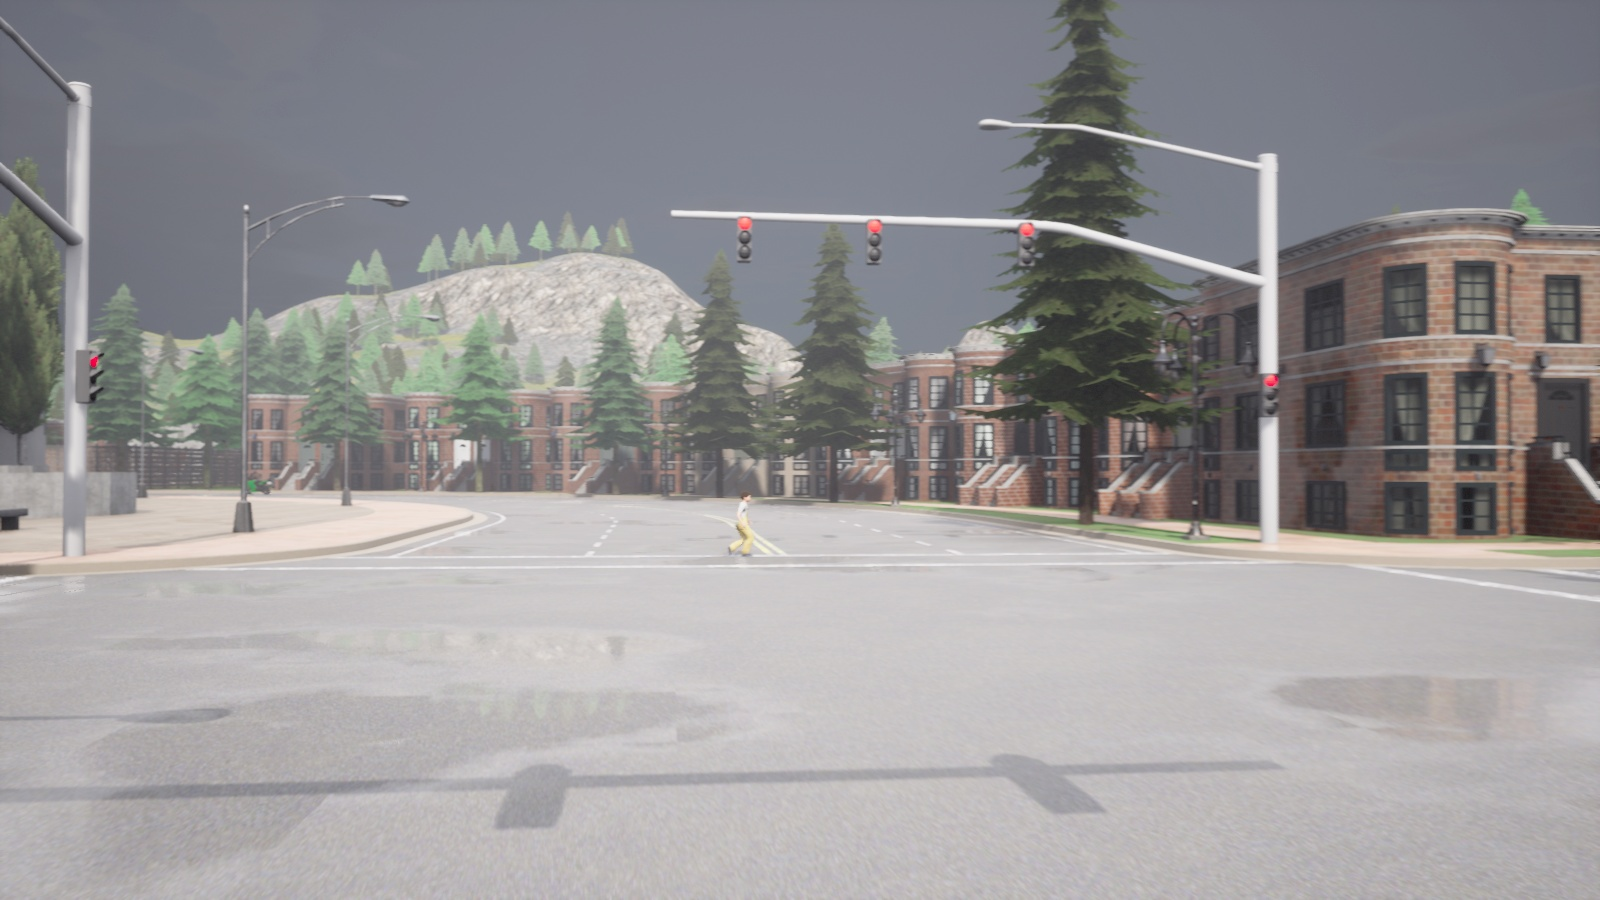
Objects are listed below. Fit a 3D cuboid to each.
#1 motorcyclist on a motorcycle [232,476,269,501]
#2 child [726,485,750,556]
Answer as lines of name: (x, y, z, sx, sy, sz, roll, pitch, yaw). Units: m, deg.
motorcyclist on a motorcycle: (-33.885, 2.368, 77.452, 2.044, 1.523, 0.797, -1, -1, 17)
child: (-1.130, 1.280, 22.875, 0.437, 1.263, 0.270, 0, -1, -4)
